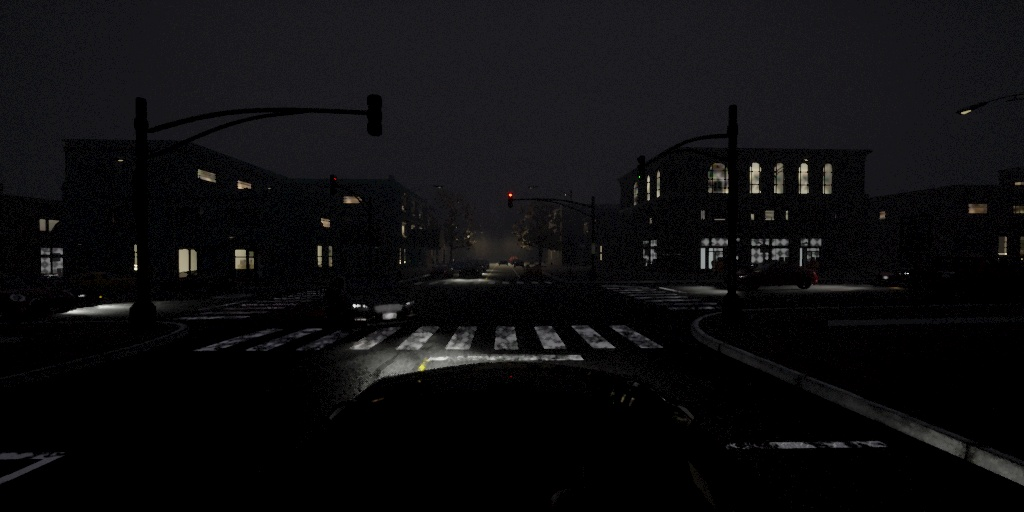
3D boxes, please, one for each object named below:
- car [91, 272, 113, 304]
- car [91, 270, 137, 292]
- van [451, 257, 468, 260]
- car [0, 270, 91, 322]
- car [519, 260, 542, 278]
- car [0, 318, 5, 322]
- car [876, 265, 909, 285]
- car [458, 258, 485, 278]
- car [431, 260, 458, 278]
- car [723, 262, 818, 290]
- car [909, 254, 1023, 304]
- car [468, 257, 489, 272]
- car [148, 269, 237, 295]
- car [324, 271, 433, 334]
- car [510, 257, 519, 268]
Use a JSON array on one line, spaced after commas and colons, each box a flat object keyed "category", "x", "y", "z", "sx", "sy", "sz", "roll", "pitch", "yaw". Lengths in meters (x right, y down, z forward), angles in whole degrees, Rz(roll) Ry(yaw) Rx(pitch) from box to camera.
[{"category": "car", "x": -20.329, "y": 1.546, "z": 15.219, "sx": 4.181, "sy": 1.385, "sz": 1.994, "roll": -1, "pitch": 1, "yaw": -3}, {"category": "car", "x": -24.497, "y": 1.501, "z": 20.840, "sx": 4.829, "sy": 1.417, "sz": 1.751, "roll": 0, "pitch": 0, "yaw": -2}, {"category": "van", "x": -6.775, "y": 1.083, "z": 44.683, "sx": 1.690, "sy": 1.789, "sz": 3.998, "roll": 0, "pitch": 0, "yaw": -1}, {"category": "car", "x": -18.346, "y": 1.423, "z": 12.752, "sx": 4.097, "sy": 1.591, "sz": 1.967, "roll": 0, "pitch": 0, "yaw": -2}, {"category": "car", "x": 1.881, "y": 1.270, "z": 33.979, "sx": 1.751, "sy": 1.417, "sz": 4.829, "roll": 0, "pitch": 0, "yaw": -1}, {"category": "car", "x": -5.661, "y": 1.295, "z": 1.086, "sx": 1.888, "sy": 1.381, "sz": 4.507, "roll": 0, "pitch": 0, "yaw": -1}, {"category": "car", "x": 23.528, "y": 0.918, "z": 20.328, "sx": 4.902, "sy": 1.511, "sz": 2.128, "roll": -1, "pitch": 1, "yaw": -2}, {"category": "car", "x": -3.920, "y": 1.222, "z": 34.421, "sx": 1.882, "sy": 1.535, "sz": 5.008, "roll": 0, "pitch": 0, "yaw": -2}, {"category": "car", "x": -6.492, "y": 1.326, "z": 33.595, "sx": 1.802, "sy": 1.307, "sz": 4.207, "roll": 0, "pitch": 0, "yaw": -1}, {"category": "car", "x": 14.306, "y": 1.063, "z": 19.928, "sx": 4.674, "sy": 1.442, "sz": 1.812, "roll": -1, "pitch": 1, "yaw": -2}, {"category": "car", "x": 19.642, "y": 0.843, "z": 14.370, "sx": 5.009, "sy": 1.841, "sz": 2.192, "roll": 0, "pitch": 0, "yaw": -2}, {"category": "car", "x": -4.180, "y": 1.220, "z": 44.461, "sx": 1.882, "sy": 1.535, "sz": 5.008, "roll": 0, "pitch": 0, "yaw": -1}, {"category": "car", "x": -18.678, "y": 1.474, "z": 21.093, "sx": 4.313, "sy": 1.339, "sz": 1.948, "roll": 0, "pitch": 0, "yaw": -2}, {"category": "car", "x": -4.437, "y": 1.290, "z": 10.918, "sx": 2.128, "sy": 1.511, "sz": 4.902, "roll": 1, "pitch": -2, "yaw": -35}, {"category": "car", "x": 1.178, "y": 1.289, "z": 61.531, "sx": 2.007, "sy": 1.370, "sz": 4.403, "roll": 0, "pitch": 0, "yaw": -1}]
